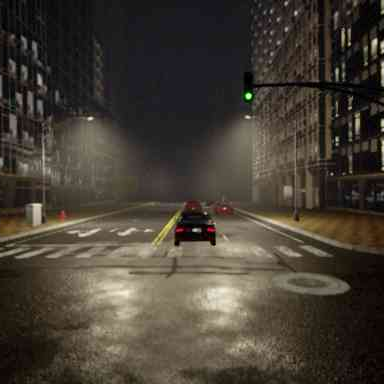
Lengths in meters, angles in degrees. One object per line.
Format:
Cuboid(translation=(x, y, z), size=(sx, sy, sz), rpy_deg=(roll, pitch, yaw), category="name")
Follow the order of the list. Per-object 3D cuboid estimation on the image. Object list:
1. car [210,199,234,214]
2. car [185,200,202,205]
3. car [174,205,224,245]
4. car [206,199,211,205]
Cuboid(translation=(3.409, 1.705, 36.549), size=(1.994, 1.385, 4.181), rpy_deg=(-1, 0, 0), category="car")
Cuboid(translation=(0.163, 1.667, 39.251), size=(1.882, 1.535, 5.008), rpy_deg=(-1, 0, 0), category="car")
Cuboid(translation=(0.130, 1.583, 15.712), size=(2.033, 1.411, 5.357), rpy_deg=(-1, 0, 0), category="car")
Cuboid(translation=(3.418, 1.884, 59.023), size=(1.895, 1.301, 4.718), rpy_deg=(-1, 0, 0), category="car")
